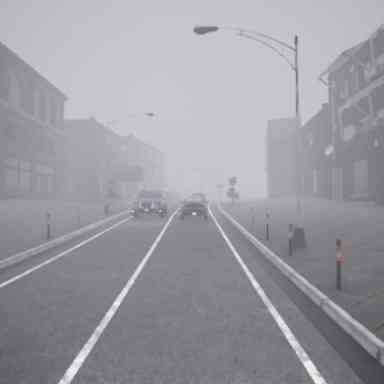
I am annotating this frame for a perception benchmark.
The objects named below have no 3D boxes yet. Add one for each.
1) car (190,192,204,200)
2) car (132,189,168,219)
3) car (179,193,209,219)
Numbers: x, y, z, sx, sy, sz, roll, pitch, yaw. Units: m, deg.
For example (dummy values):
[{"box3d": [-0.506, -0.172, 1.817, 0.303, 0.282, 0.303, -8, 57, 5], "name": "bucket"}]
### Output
[{"box3d": [1.132, 0.822, 66.327, 1.882, 1.535, 5.008, -1, -1, 12], "name": "car"}, {"box3d": [-3.022, 0.799, 24.997, 2.150, 2.045, 5.566, 0, 1, 1], "name": "car"}, {"box3d": [0.158, 1.094, 24.061, 1.837, 1.490, 4.892, 0, 1, 0], "name": "car"}]
